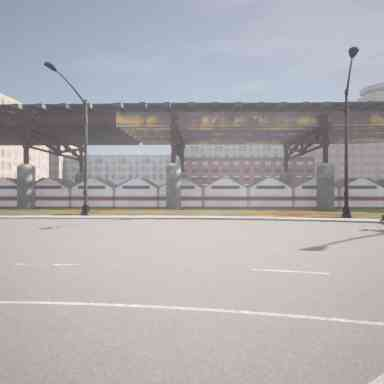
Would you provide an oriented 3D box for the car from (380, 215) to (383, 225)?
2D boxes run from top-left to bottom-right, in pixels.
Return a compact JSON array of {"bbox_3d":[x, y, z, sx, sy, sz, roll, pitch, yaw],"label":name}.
[{"bbox_3d":[13.311,1.601,18.772,4.718,1.301,1.895,0,0,24],"label":"car"}]
